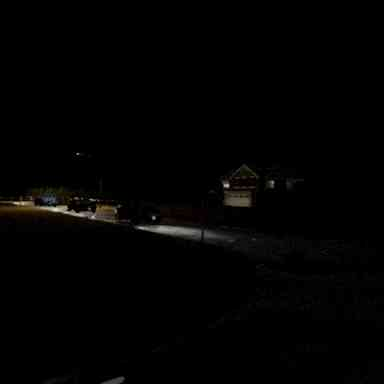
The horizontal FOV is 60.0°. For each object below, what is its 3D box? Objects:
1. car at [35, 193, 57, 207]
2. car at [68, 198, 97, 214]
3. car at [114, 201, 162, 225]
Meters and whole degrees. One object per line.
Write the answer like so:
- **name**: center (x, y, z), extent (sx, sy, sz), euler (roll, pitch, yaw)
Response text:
- **car**: center (-21.147, 1.233, 48.071), extent (2.150, 2.045, 5.566), euler (2, -1, -35)
- **car**: center (-11.284, 1.385, 34.042), extent (2.128, 1.511, 4.902), euler (2, -1, -35)
- **car**: center (-3.892, 1.428, 23.642), extent (2.128, 1.511, 4.902), euler (2, -1, -35)
